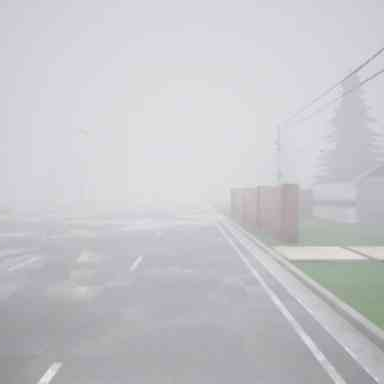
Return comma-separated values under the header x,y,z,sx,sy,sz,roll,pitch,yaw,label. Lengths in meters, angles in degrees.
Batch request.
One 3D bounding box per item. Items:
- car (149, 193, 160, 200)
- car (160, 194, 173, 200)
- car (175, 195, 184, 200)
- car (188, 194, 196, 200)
x,y,z,sx,sy,sz,roll,pitch,yaw,label
-10.503,1.215,91.411,2.150,2.045,5.566,0,0,0,car
-7.003,1.355,91.694,2.097,1.767,4.553,0,0,0,car
-3.503,1.491,91.443,1.837,1.490,4.892,0,0,0,car
-0.003,1.552,91.691,1.994,1.385,4.181,0,0,0,car
